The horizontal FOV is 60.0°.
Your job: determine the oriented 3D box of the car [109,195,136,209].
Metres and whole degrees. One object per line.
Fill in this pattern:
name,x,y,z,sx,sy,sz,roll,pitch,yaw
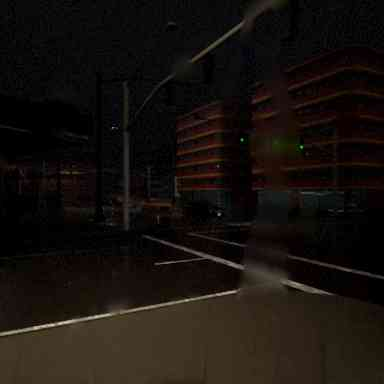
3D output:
car,-9.079,1.490,44.988,2.128,1.511,4.902,0,0,-30

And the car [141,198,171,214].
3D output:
car,-3.987,1.476,36.322,1.882,1.535,5.008,0,0,-30

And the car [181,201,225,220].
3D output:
car,0.879,1.490,28.045,2.128,1.511,4.902,0,0,-30

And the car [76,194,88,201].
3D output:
car,-27.700,1.354,83.743,2.097,1.767,4.553,0,0,-30

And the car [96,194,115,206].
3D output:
car,-14.188,1.503,53.758,1.837,1.490,4.892,0,0,-30
